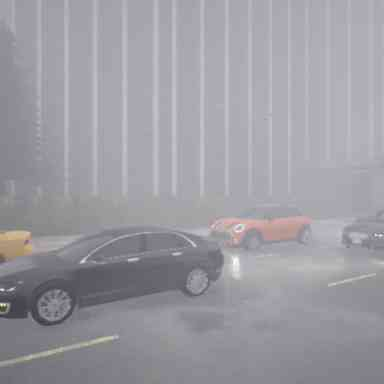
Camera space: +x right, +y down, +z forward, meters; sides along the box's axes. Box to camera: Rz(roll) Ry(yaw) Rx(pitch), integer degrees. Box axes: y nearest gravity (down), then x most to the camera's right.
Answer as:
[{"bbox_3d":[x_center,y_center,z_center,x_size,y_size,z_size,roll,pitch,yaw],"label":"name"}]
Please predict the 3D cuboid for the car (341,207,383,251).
[{"bbox_3d":[7.917,1.491,13.127,4.902,1.511,2.128,0,0,-32],"label":"car"}]

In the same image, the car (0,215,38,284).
[{"bbox_3d":[-6.596,1.480,8.065,5.008,1.535,1.882,0,0,-32],"label":"car"}]

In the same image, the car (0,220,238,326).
[{"bbox_3d":[-1.546,1.505,7.123,4.892,1.490,1.837,0,0,-32],"label":"car"}]

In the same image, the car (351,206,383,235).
[{"bbox_3d":[11.476,1.562,19.528,4.181,1.385,1.994,0,0,-33],"label":"car"}]

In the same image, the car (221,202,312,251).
[{"bbox_3d":[2.936,1.351,14.110,4.553,1.767,2.097,0,0,-32],"label":"car"}]
